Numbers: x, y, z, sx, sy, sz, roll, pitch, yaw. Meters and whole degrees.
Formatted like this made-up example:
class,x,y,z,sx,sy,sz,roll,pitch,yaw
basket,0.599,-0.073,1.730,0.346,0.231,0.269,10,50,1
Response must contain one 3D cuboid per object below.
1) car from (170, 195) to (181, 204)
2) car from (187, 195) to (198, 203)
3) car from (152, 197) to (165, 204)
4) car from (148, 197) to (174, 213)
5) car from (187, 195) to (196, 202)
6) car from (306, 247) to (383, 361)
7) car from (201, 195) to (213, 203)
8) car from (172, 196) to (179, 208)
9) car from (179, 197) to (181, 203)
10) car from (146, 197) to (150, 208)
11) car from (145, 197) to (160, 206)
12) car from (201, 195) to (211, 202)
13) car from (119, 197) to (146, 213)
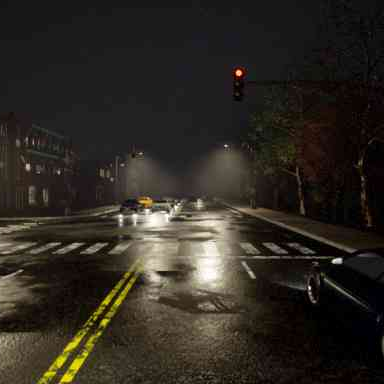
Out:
class,x,y,z,sx,sy,sz,roll,pitch,yaw
car,-3.313,1.454,66.580,1.882,1.535,5.008,0,0,0
car,0.070,1.502,67.009,1.812,1.442,4.674,0,0,0
car,-6.566,1.577,65.720,1.895,1.301,4.718,0,0,0
car,-3.357,1.515,36.851,1.812,1.442,4.674,0,0,0
car,-0.037,1.494,79.776,2.128,1.511,4.902,0,0,0
car,3.335,1.563,5.273,1.994,1.385,4.181,0,0,1
car,3.320,1.467,68.368,2.128,1.511,4.902,0,0,0
car,-3.360,1.477,46.208,2.128,1.511,4.902,0,0,0
car,-3.347,1.582,56.304,1.895,1.301,4.718,0,0,0
car,-6.609,1.463,45.888,1.882,1.535,5.008,0,0,0
car,-6.602,1.545,55.798,1.994,1.385,4.181,0,0,0
car,3.212,1.510,78.552,2.033,1.411,5.357,0,0,0
car,-6.641,1.515,36.689,1.812,1.442,4.674,0,0,1
